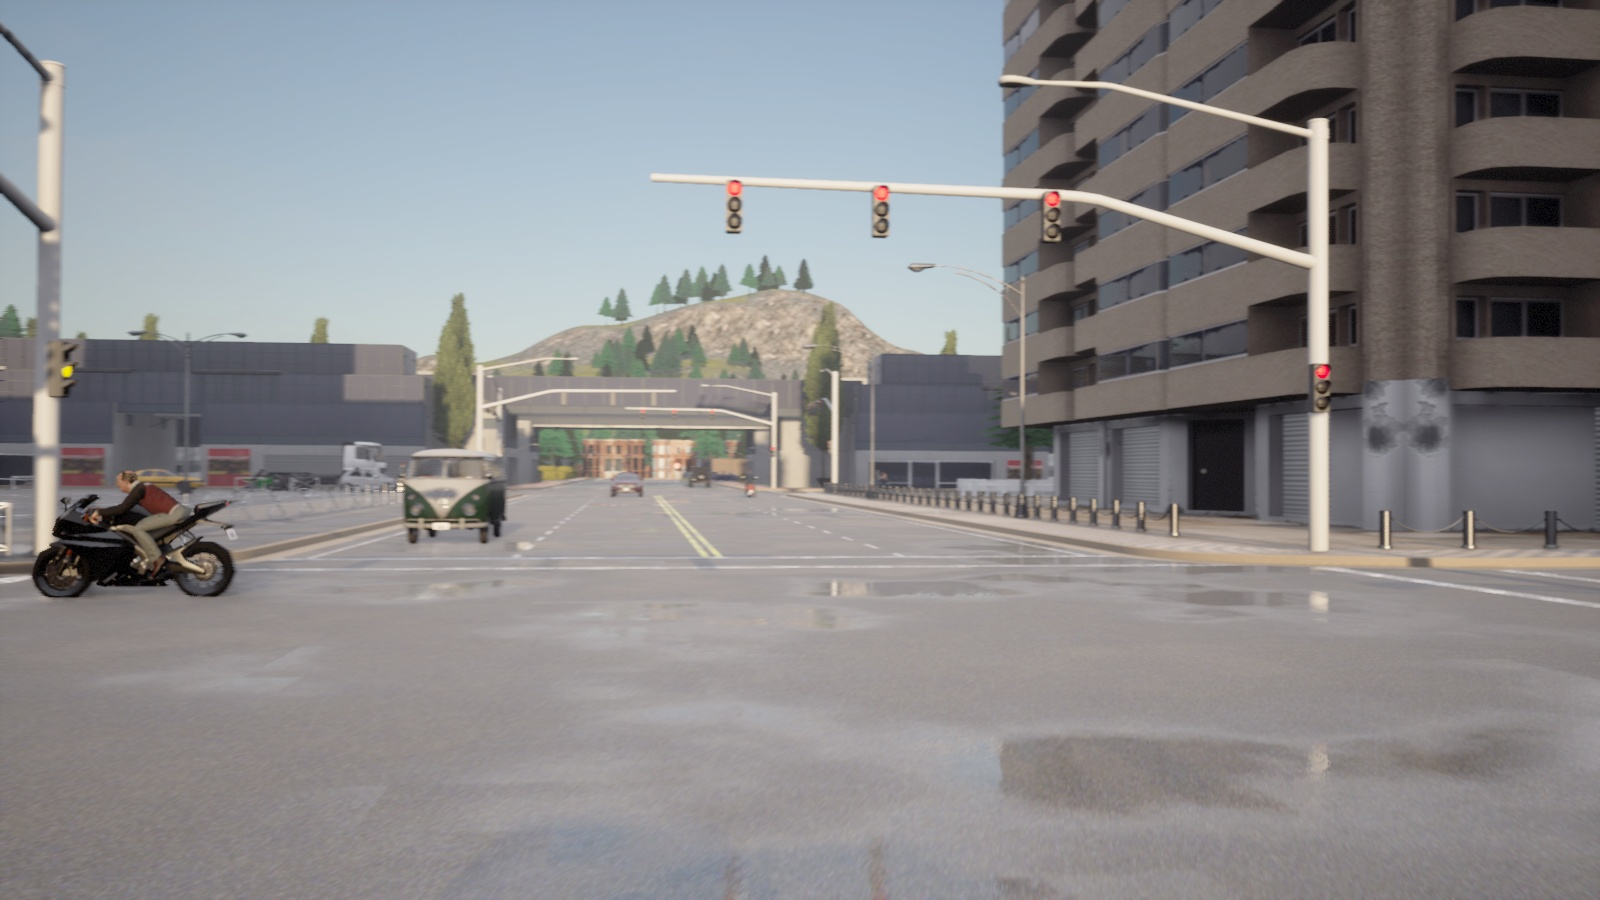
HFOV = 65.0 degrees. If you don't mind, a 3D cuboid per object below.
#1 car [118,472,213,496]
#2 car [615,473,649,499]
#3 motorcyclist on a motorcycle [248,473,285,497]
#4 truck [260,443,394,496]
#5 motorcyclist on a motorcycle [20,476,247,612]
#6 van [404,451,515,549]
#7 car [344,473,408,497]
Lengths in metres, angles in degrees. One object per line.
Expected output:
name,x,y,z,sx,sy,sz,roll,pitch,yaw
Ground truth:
car,-42.061,2.239,83.336,5.366,1.575,1.801,0,-1,-6
car,-9.852,2.087,73.896,1.812,1.442,4.674,0,-1,-6
motorcyclist on a motorcycle,-34.208,2.218,80.603,2.044,1.523,0.797,0,-1,-6
truck,-31.705,1.309,84.396,7.936,3.462,2.891,0,-1,-6
motorcyclist on a motorcycle,-7.827,1.081,14.850,2.191,1.530,0.866,0,-1,-8
van,-7.398,1.043,27.653,1.775,1.987,4.442,0,-1,-7
car,-27.414,2.243,81.328,3.633,1.501,1.845,0,-1,-6
